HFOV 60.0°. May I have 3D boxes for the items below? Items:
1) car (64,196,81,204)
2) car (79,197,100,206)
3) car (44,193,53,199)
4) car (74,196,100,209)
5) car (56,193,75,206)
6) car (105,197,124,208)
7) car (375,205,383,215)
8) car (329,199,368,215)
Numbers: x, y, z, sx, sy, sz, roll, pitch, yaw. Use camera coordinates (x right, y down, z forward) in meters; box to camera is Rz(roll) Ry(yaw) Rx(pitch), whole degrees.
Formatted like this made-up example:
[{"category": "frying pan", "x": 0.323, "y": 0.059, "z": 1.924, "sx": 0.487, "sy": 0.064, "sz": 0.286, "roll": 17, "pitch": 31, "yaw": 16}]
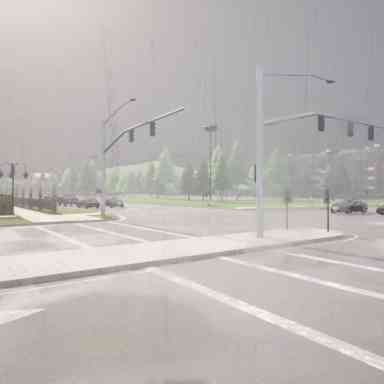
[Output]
[{"category": "car", "x": -22.954, "y": 1.564, "z": 63.658, "sx": 1.994, "sy": 1.385, "sz": 4.181, "roll": 0, "pitch": 0, "yaw": -36}, {"category": "car", "x": -17.146, "y": 1.564, "z": 55.563, "sx": 1.994, "sy": 1.385, "sz": 4.181, "roll": 0, "pitch": 0, "yaw": -36}, {"category": "car", "x": -26.038, "y": 1.221, "z": 61.947, "sx": 2.150, "sy": 2.045, "sz": 5.566, "roll": 0, "pitch": 0, "yaw": -35}, {"category": "car", "x": -14.192, "y": 1.601, "z": 45.524, "sx": 1.895, "sy": 1.301, "sz": 4.718, "roll": 0, "pitch": 0, "yaw": -36}, {"category": "car", "x": -19.903, "y": 1.221, "z": 53.400, "sx": 2.150, "sy": 2.045, "sz": 5.566, "roll": 0, "pitch": 0, "yaw": -36}, {"category": "car", "x": -11.387, "y": 1.491, "z": 47.620, "sx": 2.128, "sy": 1.511, "sz": 4.902, "roll": 0, "pitch": 0, "yaw": -36}, {"category": "car", "x": 19.986, "y": 1.547, "z": 32.307, "sx": 5.357, "sy": 1.411, "sz": 2.033, "roll": 0, "pitch": 0, "yaw": -35}, {"category": "car", "x": 15.908, "y": 1.491, "z": 33.705, "sx": 4.902, "sy": 1.511, "sz": 2.128, "roll": 0, "pitch": 0, "yaw": -35}]
